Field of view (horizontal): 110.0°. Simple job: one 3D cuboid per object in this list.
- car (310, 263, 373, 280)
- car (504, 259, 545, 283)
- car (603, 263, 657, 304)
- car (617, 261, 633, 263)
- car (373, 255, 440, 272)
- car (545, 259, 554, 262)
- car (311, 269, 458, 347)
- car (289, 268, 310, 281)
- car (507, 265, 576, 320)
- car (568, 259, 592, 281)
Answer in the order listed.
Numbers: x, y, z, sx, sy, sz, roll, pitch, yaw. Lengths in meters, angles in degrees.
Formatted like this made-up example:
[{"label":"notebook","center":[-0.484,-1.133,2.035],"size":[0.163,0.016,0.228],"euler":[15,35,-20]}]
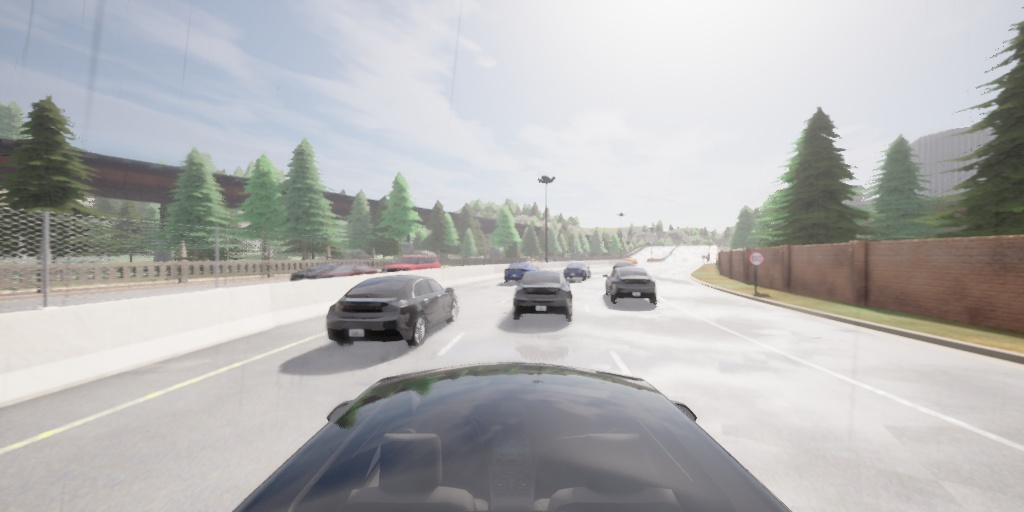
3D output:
[{"label":"car","center":[-10.974,1.239,24.386],"size":[1.812,1.442,4.674],"euler":[0,0,14]},{"label":"car","center":[0.869,1.211,27.279],"size":[1.882,1.535,5.008],"euler":[0,0,17]},{"label":"car","center":[5.365,1.254,16.535],"size":[1.837,1.490,4.892],"euler":[0,0,11]},{"label":"car","center":[10.692,1.225,33.902],"size":[1.882,1.535,5.008],"euler":[0,0,23]},{"label":"car","center":[-7.091,0.941,25.670],"size":[2.150,2.045,5.566],"euler":[0,0,15]},{"label":"car","center":[5.949,1.243,62.779],"size":[1.812,1.442,4.674],"euler":[0,0,30]},{"label":"car","center":[-2.763,1.244,9.350],"size":[1.837,1.490,4.892],"euler":[0,0,6]},{"label":"car","center":[-13.949,1.254,27.101],"size":[2.033,1.411,5.357],"euler":[0,0,14]},{"label":"car","center":[1.164,1.249,12.659],"size":[1.837,1.490,4.892],"euler":[0,0,8]},{"label":"car","center":[5.511,1.266,30.232],"size":[1.812,1.442,4.674],"euler":[0,0,19]}]
